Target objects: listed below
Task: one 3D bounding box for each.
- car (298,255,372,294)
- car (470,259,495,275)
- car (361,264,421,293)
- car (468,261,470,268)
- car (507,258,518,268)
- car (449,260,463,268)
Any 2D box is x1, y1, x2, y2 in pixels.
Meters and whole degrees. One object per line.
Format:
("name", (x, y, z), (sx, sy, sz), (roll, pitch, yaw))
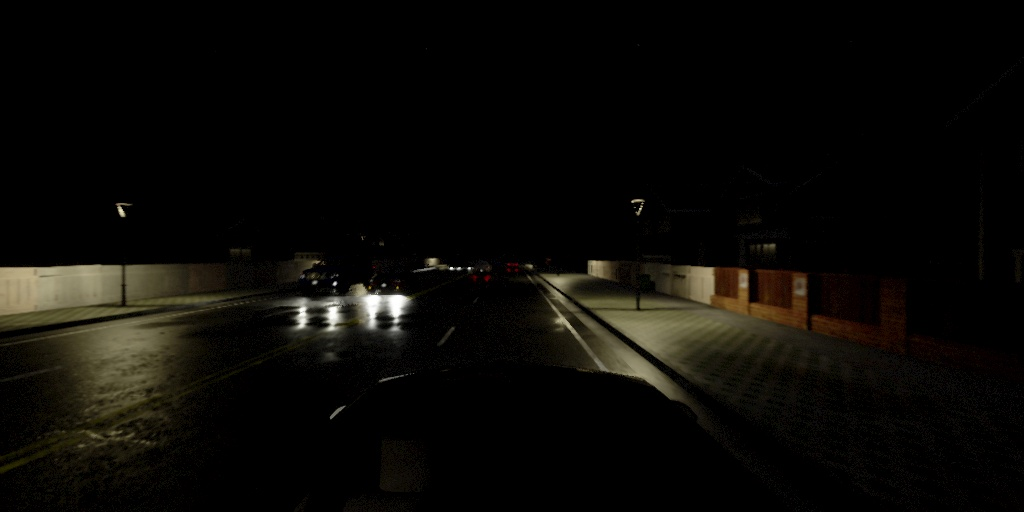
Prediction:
("car", (-9.861, 0.970, 20.734), (2.150, 2.045, 5.566), (0, 0, 1))
("car", (-3.165, 1.279, 39.641), (1.812, 1.442, 4.674), (0, 0, 0))
("car", (-6.605, 1.312, 20.430), (1.994, 1.385, 4.181), (0, 0, 0))
("car", (-6.545, 1.298, 63.133), (1.812, 1.442, 4.674), (0, 0, 0))
("car", (0.076, 1.369, 59.514), (1.895, 1.301, 4.718), (0, 0, 0))
("car", (-9.797, 1.336, 63.129), (1.994, 1.385, 4.181), (0, 0, 0))
